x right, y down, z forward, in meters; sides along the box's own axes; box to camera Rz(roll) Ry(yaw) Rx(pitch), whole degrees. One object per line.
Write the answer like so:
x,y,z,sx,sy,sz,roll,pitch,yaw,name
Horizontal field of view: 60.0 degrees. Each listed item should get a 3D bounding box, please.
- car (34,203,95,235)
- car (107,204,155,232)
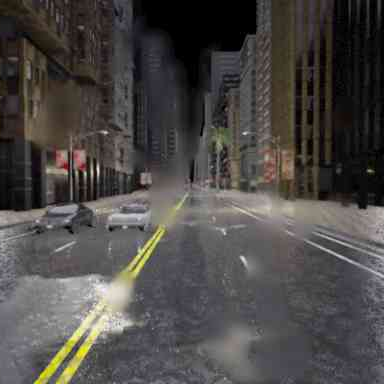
-6.531,1.314,17.620,1.812,1.442,4.674,0,1,1,car
-3.270,1.379,18.471,1.895,1.301,4.718,0,1,0,car
